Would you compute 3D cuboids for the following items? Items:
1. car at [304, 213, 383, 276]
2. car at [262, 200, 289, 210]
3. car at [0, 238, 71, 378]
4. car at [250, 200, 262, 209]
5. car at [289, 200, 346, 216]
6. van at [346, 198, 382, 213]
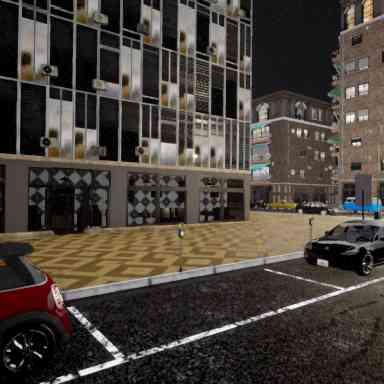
[{"bbox_3d":[5.358,1.567,10.372,4.313,1.339,1.947,0,1,-35],"label":"car"},{"bbox_3d":[12.655,1.787,46.680,1.752,1.417,4.829,0,-1,-35],"label":"car"},{"bbox_3d":[-3.717,1.440,3.897,4.097,1.590,1.967,0,1,-35],"label":"car"},{"bbox_3d":[9.587,1.865,51.098,1.947,1.339,4.313,0,-1,-35],"label":"car"},{"bbox_3d":[12.199,1.620,32.647,2.008,1.369,4.403,0,-1,-35],"label":"car"},{"bbox_3d":[19.085,1.525,37.426,1.690,1.788,3.998,0,-1,-35],"label":"van"}]
